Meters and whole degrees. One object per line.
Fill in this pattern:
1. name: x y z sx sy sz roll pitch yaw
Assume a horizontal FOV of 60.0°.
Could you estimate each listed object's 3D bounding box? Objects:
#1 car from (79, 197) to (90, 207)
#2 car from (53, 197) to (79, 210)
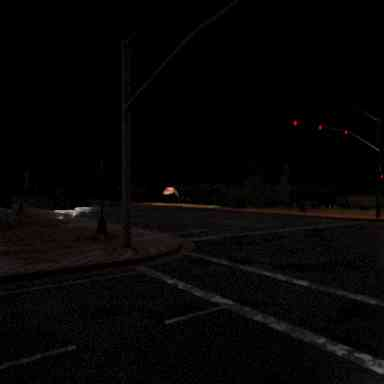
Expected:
1. car: -16.631 1.486 48.466 2.033 1.411 5.357 0 0 -35
2. car: -16.130 1.478 41.715 1.812 1.442 4.674 0 0 -36
